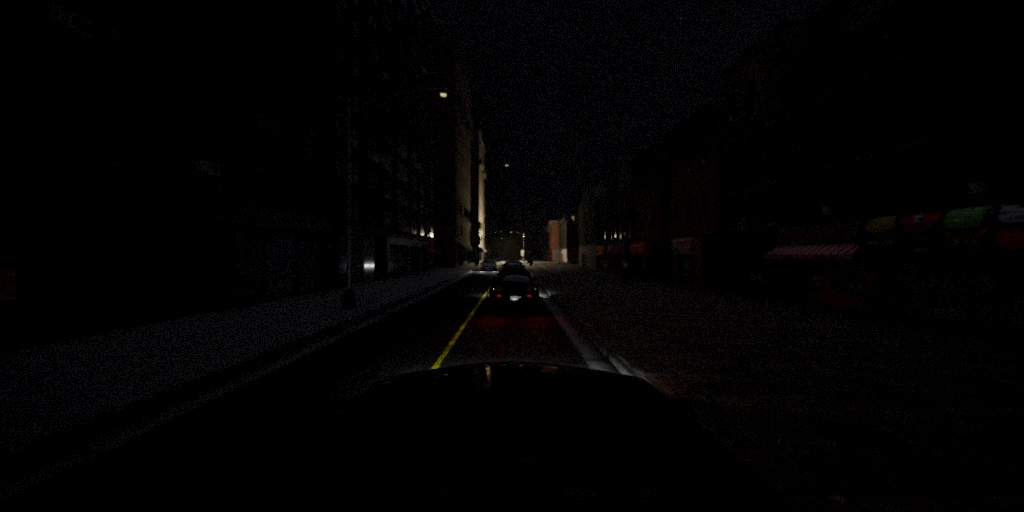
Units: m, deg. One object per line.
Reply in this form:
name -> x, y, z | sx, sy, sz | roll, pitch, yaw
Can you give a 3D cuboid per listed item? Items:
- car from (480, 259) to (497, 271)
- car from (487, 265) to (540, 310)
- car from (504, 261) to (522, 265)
car -> -2.825, 1.119, 44.192 | 1.812, 1.442, 4.674 | 0, 0, 0
car -> 0.090, 1.249, 14.449 | 1.812, 1.442, 4.674 | 0, 0, 0
car -> 0.091, 1.138, 30.227 | 1.882, 1.535, 5.008 | 0, 0, 0
